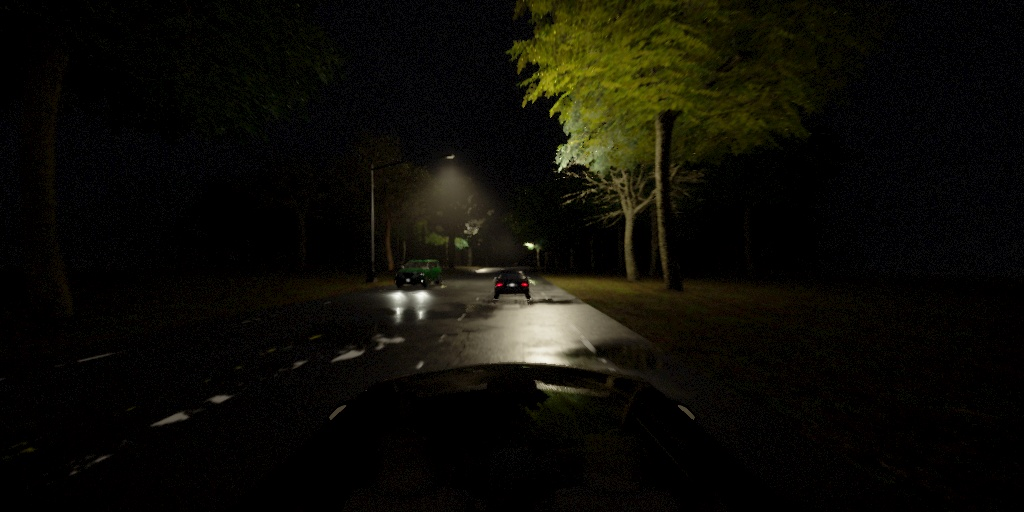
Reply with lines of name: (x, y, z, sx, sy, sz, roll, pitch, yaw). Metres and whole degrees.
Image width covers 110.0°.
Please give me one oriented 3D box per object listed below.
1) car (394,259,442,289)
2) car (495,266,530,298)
car: (-6.803, 1.276, 26.670, 2.150, 2.045, 5.566, -1, -1, 3)
car: (0.005, 1.466, 19.725, 2.033, 1.411, 5.357, -1, -1, 0)
